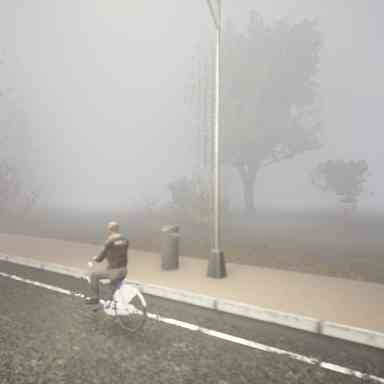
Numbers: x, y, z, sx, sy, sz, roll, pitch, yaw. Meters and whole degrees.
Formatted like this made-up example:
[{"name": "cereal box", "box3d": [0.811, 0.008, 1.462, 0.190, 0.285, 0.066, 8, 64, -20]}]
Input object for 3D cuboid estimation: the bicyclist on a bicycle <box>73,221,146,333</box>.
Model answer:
[{"name": "bicyclist on a bicycle", "box3d": [-1.478, 1.379, 5.666, 1.843, 1.776, 0.659, 0, 0, 35]}]
